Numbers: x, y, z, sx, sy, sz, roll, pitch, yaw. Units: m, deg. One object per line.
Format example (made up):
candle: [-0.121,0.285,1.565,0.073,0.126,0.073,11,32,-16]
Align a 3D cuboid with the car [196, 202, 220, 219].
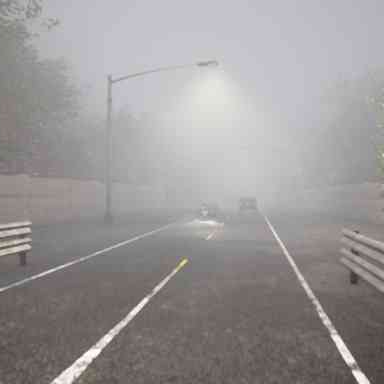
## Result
car: [1.564,1.695,31.578,2.128,1.511,4.902,0,0,10]

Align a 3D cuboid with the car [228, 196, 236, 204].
car: [9.266,1.764,73.911,2.097,1.767,4.553,0,0,10]

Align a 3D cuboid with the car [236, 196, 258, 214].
car: [6.855,1.515,40.671,2.150,2.045,5.566,0,0,10]

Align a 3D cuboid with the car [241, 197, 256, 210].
car: [8.655,1.700,50.782,2.097,1.767,4.553,-1,0,10]
